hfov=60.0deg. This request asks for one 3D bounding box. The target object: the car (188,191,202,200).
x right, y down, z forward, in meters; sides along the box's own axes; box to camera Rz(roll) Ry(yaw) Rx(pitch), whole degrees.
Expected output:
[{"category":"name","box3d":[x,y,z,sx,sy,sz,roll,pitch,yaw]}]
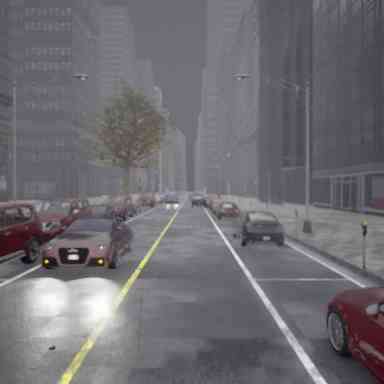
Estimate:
[{"category":"car","box3d":[0.718,1.003,59.902,2.097,1.767,4.553,0,0,0]}]

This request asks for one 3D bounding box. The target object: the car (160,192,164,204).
[{"category":"car","box3d":[-5.774,1.212,54.062,1.752,1.417,4.829,0,0,0]}]

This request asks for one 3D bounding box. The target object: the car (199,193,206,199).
[{"category":"car","box3d":[2.744,1.050,88.308,1.887,1.381,4.507,0,0,0]}]

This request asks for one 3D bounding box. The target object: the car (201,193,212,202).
[{"category":"car","box3d":[2.749,1.065,65.596,1.967,1.590,4.097,0,0,0]}]

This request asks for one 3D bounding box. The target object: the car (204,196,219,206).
[{"category":"car","box3d":[2.753,1.283,48.565,1.947,1.339,4.313,0,0,0]}]

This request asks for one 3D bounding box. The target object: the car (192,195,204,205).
[{"category":"car","box3d":[0.890,1.214,53.942,1.812,1.442,4.674,0,0,0]}]

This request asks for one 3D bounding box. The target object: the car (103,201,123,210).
[{"category":"car","box3d":[-5.766,1.444,20.169,1.947,1.339,4.313,0,0,0]}]

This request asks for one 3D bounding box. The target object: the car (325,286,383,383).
[{"category":"car","box3d":[2.762,1.563,3.145,1.802,1.307,4.206,0,0,0]}]

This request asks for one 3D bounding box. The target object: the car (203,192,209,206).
[{"category":"car","box3d":[2.753,1.189,42.887,1.967,1.590,4.097,0,0,0]}]

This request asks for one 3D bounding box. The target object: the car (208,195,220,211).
[{"category":"car","box3d":[2.756,1.337,31.702,1.752,1.417,4.829,0,0,0]}]

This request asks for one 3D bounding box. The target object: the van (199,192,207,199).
[{"category":"van","box3d":[2.745,0.876,82.629,1.690,1.788,3.998,0,0,0]}]

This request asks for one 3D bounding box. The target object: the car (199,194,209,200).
[{"category":"car","box3d":[2.746,1.115,76.953,2.008,1.369,4.403,0,0,0]}]

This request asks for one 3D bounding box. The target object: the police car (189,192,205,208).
[{"category":"police car","box3d":[0.892,1.168,44.051,1.930,1.638,5.238,0,0,0]}]

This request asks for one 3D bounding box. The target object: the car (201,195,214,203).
[{"category":"car","box3d":[2.750,1.206,59.920,2.008,1.369,4.403,0,0,0]}]

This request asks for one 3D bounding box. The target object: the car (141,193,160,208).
[{"category":"car","box3d":[-5.772,1.063,42.876,2.192,1.841,5.009,0,0,0]}]

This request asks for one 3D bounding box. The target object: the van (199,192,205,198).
[{"category":"van","box3d":[2.742,0.818,93.984,1.690,1.788,3.998,0,0,0]}]

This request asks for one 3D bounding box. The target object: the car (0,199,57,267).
[{"category":"car","box3d":[-5.764,1.261,8.813,2.192,1.841,5.009,0,0,0]}]

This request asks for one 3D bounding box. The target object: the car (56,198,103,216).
[{"category":"car","box3d":[-5.765,1.227,14.490,2.192,1.841,5.009,0,0,0]}]

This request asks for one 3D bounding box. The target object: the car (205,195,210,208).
[{"category":"car","box3d":[2.755,1.362,37.210,1.802,1.307,4.206,0,0,0]}]

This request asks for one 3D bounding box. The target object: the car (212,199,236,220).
[{"category":"car","box3d":[2.758,1.428,25.855,1.802,1.307,4.206,0,0,0]}]

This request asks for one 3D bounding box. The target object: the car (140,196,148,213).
[{"category":"car","box3d":[-5.769,1.363,31.523,2.008,1.369,4.403,0,0,0]}]

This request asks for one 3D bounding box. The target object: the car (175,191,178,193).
[{"category":"car","box3d":[-5.782,1.058,93.974,1.802,1.307,4.206,0,0,0]}]

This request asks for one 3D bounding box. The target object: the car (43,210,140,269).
[{"category":"car","box3d":[-3.102,1.499,10.688,1.994,1.385,4.181,0,0,0]}]

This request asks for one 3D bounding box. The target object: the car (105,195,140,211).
[{"category":"car","box3d":[-5.768,1.160,25.844,2.192,1.841,5.009,0,0,0]}]

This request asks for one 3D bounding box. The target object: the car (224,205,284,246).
[{"category":"car","box3d":[2.760,1.464,14.500,2.008,1.369,4.403,0,0,0]}]

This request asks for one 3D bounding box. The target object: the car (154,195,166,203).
[{"category":"car","box3d":[-5.775,1.237,59.910,1.802,1.307,4.206,0,0,0]}]

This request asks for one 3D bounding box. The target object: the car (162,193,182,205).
[{"category":"car","box3d":[-3.083,1.260,52.343,1.994,1.385,4.181,0,0,0]}]
